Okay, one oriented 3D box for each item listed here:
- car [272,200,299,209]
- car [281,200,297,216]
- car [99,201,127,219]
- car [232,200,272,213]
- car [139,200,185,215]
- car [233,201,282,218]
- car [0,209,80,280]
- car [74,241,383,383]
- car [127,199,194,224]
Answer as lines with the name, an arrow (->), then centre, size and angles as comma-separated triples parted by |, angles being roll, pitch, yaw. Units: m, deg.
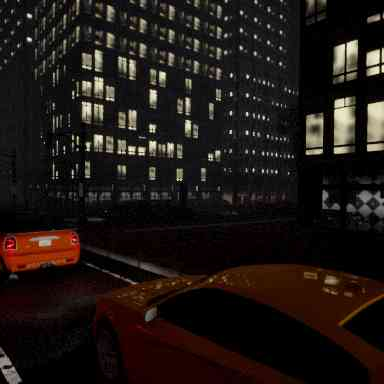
car -> 14.336, 1.881, 50.979 | 4.313, 1.339, 1.947 | 1, 0, -39
car -> 10.899, 1.935, 37.363 | 4.206, 1.307, 1.802 | 1, 0, -39
car -> -6.138, 1.617, 30.944 | 4.892, 1.490, 1.837 | 0, 1, -39
car -> 7.682, 1.813, 42.197 | 5.357, 1.411, 2.033 | 1, 1, -39
car -> -3.272, 1.647, 36.619 | 4.829, 1.417, 1.752 | 1, 0, -39
car -> 6.660, 1.832, 33.906 | 4.829, 1.417, 1.752 | 1, 0, -39
car -> -5.193, 1.347, 10.285 | 2.097, 1.767, 4.553 | 0, 0, -40
car -> 0.749, 1.476, 3.245 | 1.882, 1.535, 5.008 | 0, 0, -40
car -> -2.211, 1.523, 26.669 | 5.009, 1.841, 2.192 | 1, 0, -39
